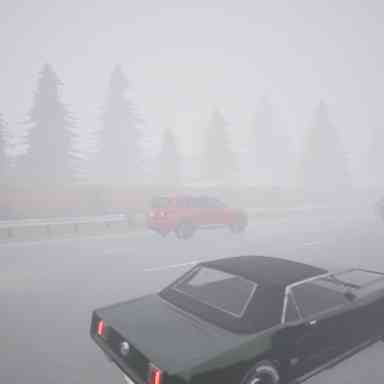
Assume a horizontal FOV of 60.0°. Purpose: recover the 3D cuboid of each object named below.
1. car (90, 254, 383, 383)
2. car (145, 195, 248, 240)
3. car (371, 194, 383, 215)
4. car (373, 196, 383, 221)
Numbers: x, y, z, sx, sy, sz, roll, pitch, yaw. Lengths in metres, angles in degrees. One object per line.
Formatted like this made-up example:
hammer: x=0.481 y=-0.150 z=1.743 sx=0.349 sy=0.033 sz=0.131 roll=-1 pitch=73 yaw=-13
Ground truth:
car: x=1.207 y=1.572 z=4.607 sx=4.718 sy=1.301 sz=1.895 roll=-1 pitch=0 yaw=-36
car: x=0.338 y=1.141 z=16.880 sx=5.566 sy=2.045 sz=2.150 roll=0 pitch=0 yaw=-36
car: x=18.155 y=1.080 z=29.598 sx=4.553 sy=1.767 sz=2.097 roll=-1 pitch=0 yaw=-36
car: x=15.317 y=0.998 z=23.279 sx=5.566 sy=2.045 sz=2.150 roll=-1 pitch=0 yaw=-35
